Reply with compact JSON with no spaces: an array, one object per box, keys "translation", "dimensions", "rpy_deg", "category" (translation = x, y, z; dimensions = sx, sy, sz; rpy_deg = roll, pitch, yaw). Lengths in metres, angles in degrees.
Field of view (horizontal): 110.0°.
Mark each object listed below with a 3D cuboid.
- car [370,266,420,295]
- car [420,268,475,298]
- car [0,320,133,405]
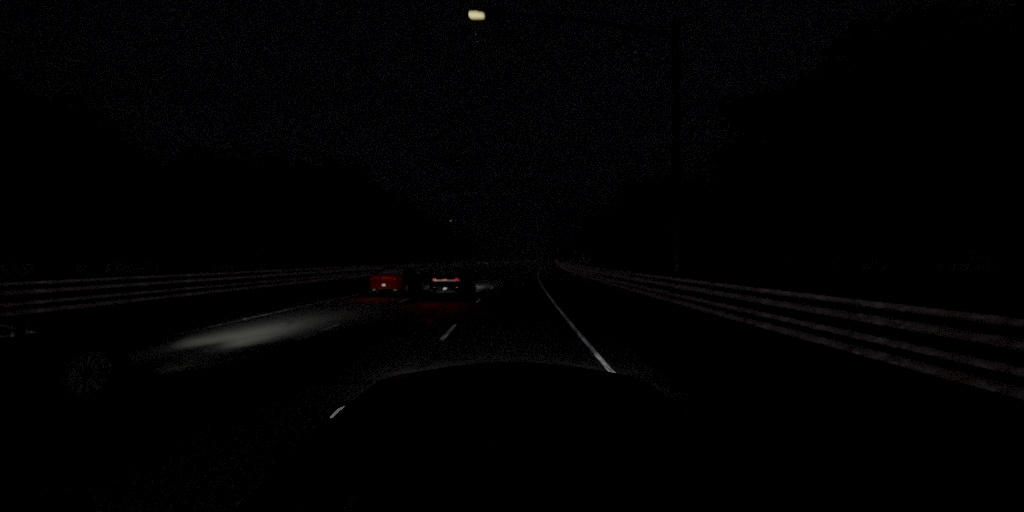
[{"translation":[-6.603,1.362,21.103],"dimensions":[1.882,1.535,5.008],"rpy_deg":[0,0,2],"category":"car"},{"translation":[-3.146,1.373,19.548],"dimensions":[2.128,1.511,4.902],"rpy_deg":[0,0,2],"category":"car"},{"translation":[-6.882,1.239,3.583],"dimensions":[2.128,1.511,4.902],"rpy_deg":[0,0,0],"category":"car"}]
